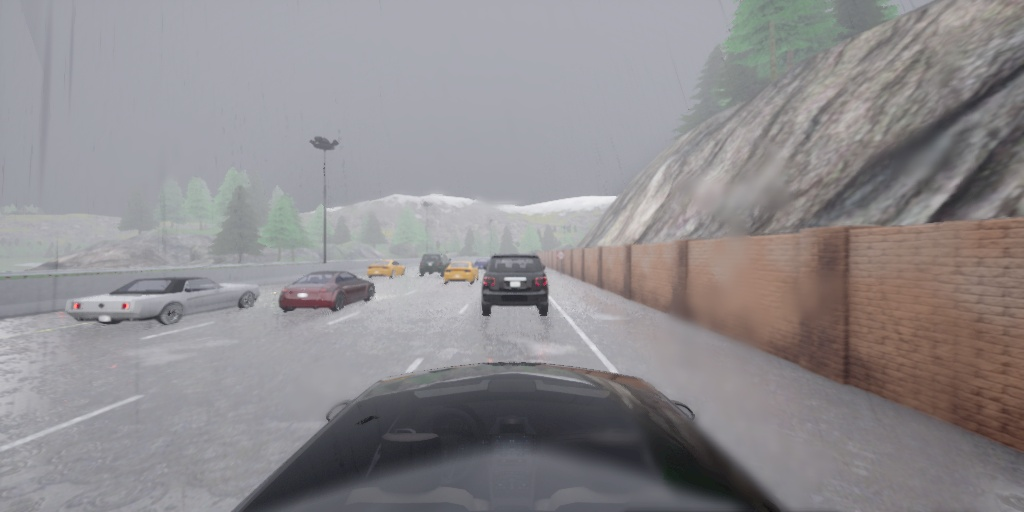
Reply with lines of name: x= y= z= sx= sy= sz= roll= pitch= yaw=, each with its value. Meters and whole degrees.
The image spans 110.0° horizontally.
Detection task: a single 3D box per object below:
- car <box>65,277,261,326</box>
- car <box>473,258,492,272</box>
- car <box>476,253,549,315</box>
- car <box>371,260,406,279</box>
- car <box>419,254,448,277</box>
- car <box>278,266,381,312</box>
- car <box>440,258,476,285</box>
car: x=-10.404 y=1.297 z=11.385 sx=1.895 sy=1.301 sz=4.718 roll=0 pitch=0 yaw=0
car: x=-3.417 y=0.996 z=42.895 sx=1.882 sy=1.535 sz=5.008 roll=0 pitch=0 yaw=0
car: x=0.096 y=0.906 z=13.274 sx=2.150 sy=2.045 sz=5.566 roll=0 pitch=0 yaw=0
car: x=-10.411 y=1.068 z=30.078 sx=1.882 sy=1.535 sz=5.008 roll=0 pitch=0 yaw=0
car: x=-6.913 y=0.796 z=32.959 sx=2.150 sy=2.045 sz=5.566 roll=0 pitch=0 yaw=0
car: x=-6.904 y=1.246 z=13.825 sx=1.994 sy=1.385 sz=4.181 roll=0 pitch=0 yaw=0
car: x=-3.410 y=1.097 z=24.832 sx=1.882 sy=1.535 sz=5.008 roll=0 pitch=0 yaw=0
